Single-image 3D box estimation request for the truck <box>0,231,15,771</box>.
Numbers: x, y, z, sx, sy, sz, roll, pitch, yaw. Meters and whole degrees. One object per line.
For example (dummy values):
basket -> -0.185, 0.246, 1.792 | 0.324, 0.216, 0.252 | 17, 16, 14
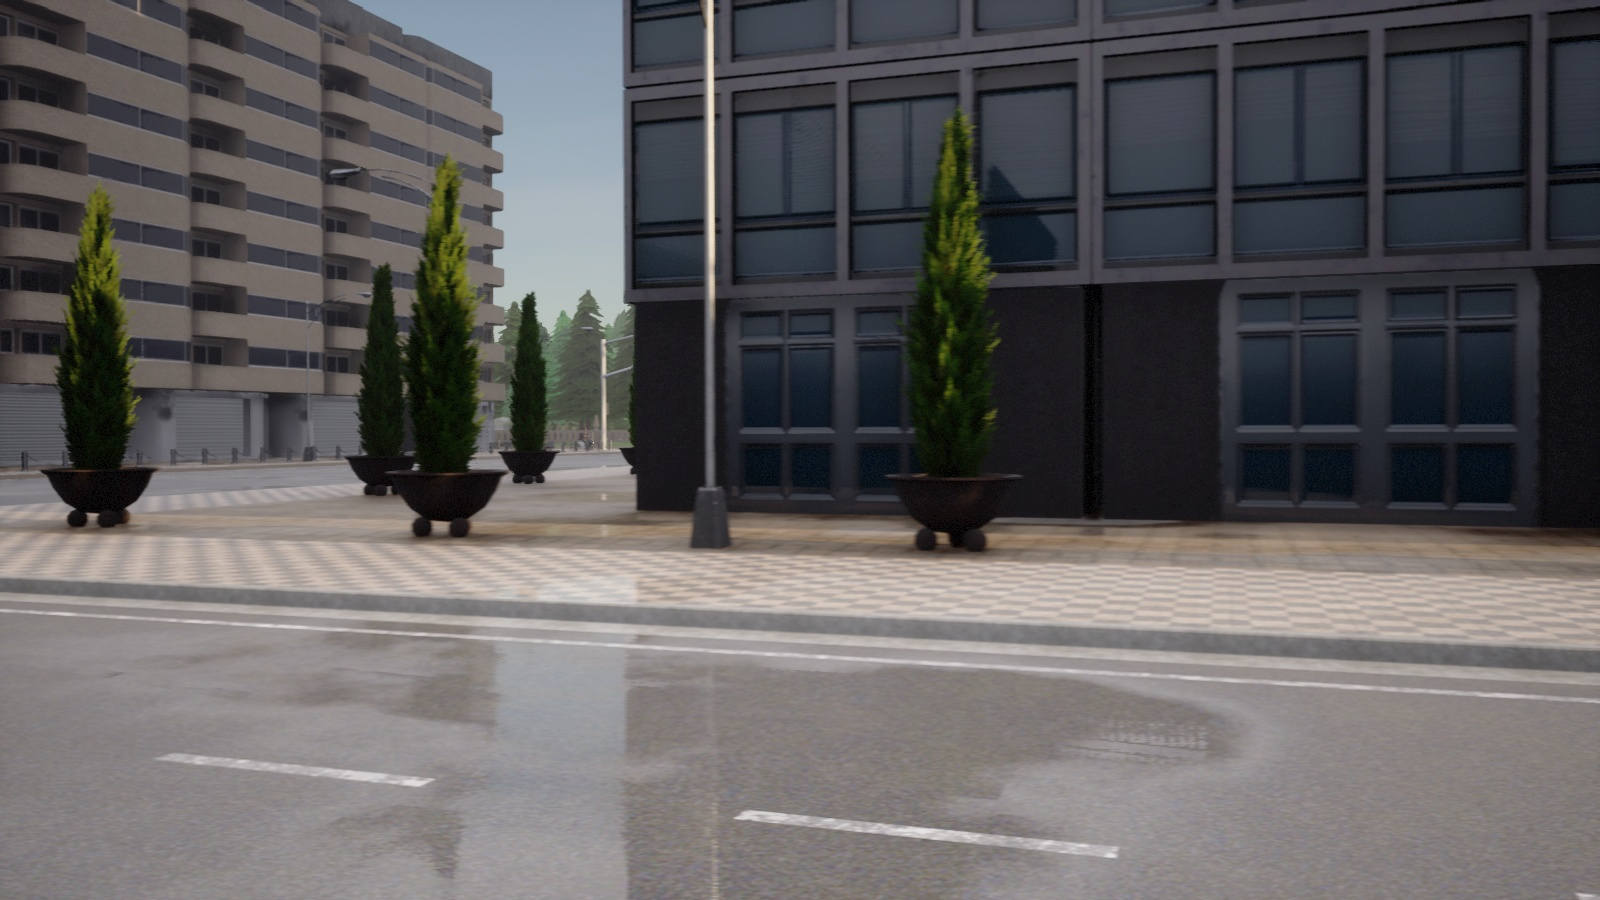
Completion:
truck -> -6.517, 0.229, 5.379 | 5.204, 2.467, 2.627 | 1, 1, 19
